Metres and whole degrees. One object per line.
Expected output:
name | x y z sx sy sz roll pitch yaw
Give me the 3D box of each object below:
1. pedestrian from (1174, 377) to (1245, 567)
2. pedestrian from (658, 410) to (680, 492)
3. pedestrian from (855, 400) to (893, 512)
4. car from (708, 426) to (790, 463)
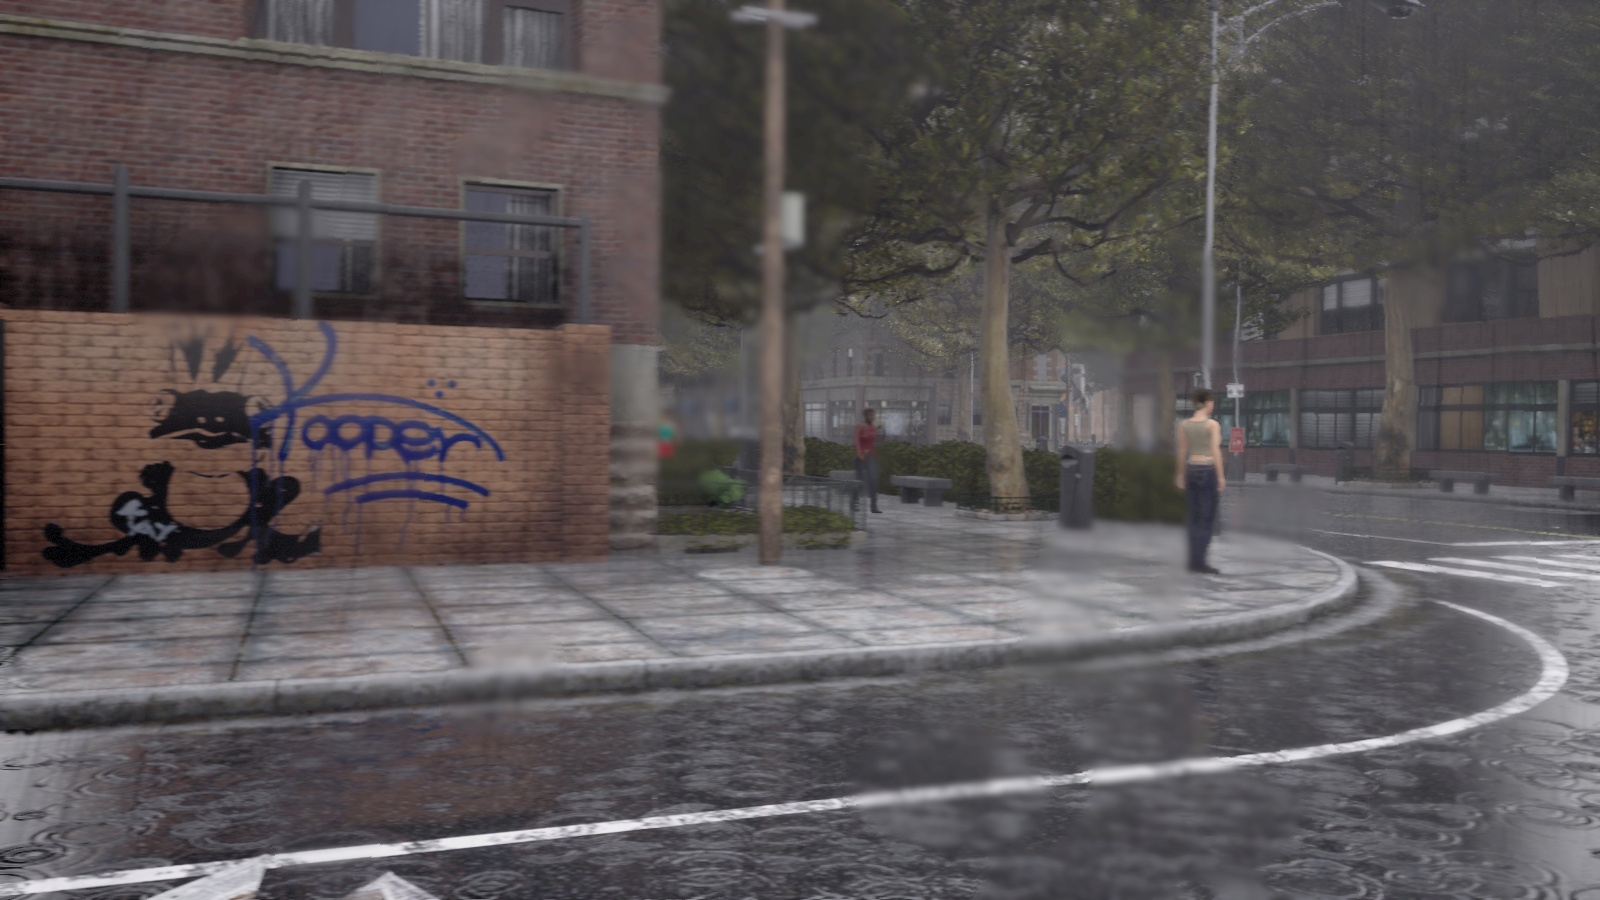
pedestrian | 4.048 0.209 12.404 0.594 1.836 0.345 -1 1 -30
pedestrian | -2.973 0.024 28.454 0.345 1.836 0.594 -1 1 -18
pedestrian | 1.232 0.100 21.008 0.331 1.846 0.636 -1 1 -28
car | -2.348 -0.289 58.820 2.242 1.667 4.611 -1 1 20
